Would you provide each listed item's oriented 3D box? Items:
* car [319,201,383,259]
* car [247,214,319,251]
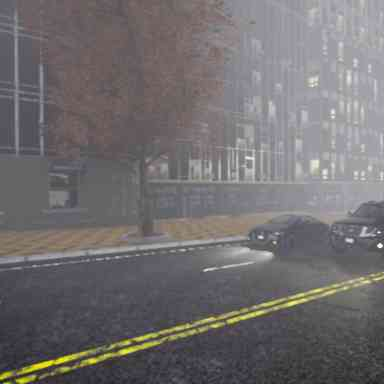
[{"bbox_3d":[7.722,1.370,13.120,5.566,2.045,2.150,1,-1,-35],"label":"car"},{"bbox_3d":[4.460,1.693,14.803,4.181,1.385,1.994,1,-1,-35],"label":"car"}]
